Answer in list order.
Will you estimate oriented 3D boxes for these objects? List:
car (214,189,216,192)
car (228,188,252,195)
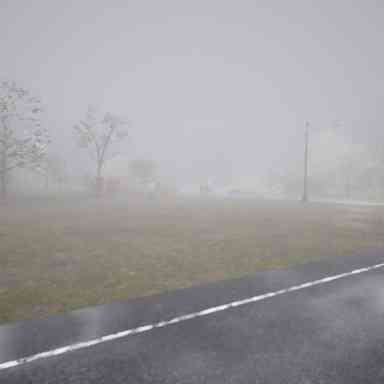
[{"bbox_3d":[3.416,-0.659,75.090,1.812,1.442,4.674,0,2,-36],"label":"car"},{"bbox_3d":[9.520,-0.193,66.646,2.033,1.411,5.357,0,2,-36],"label":"car"}]
